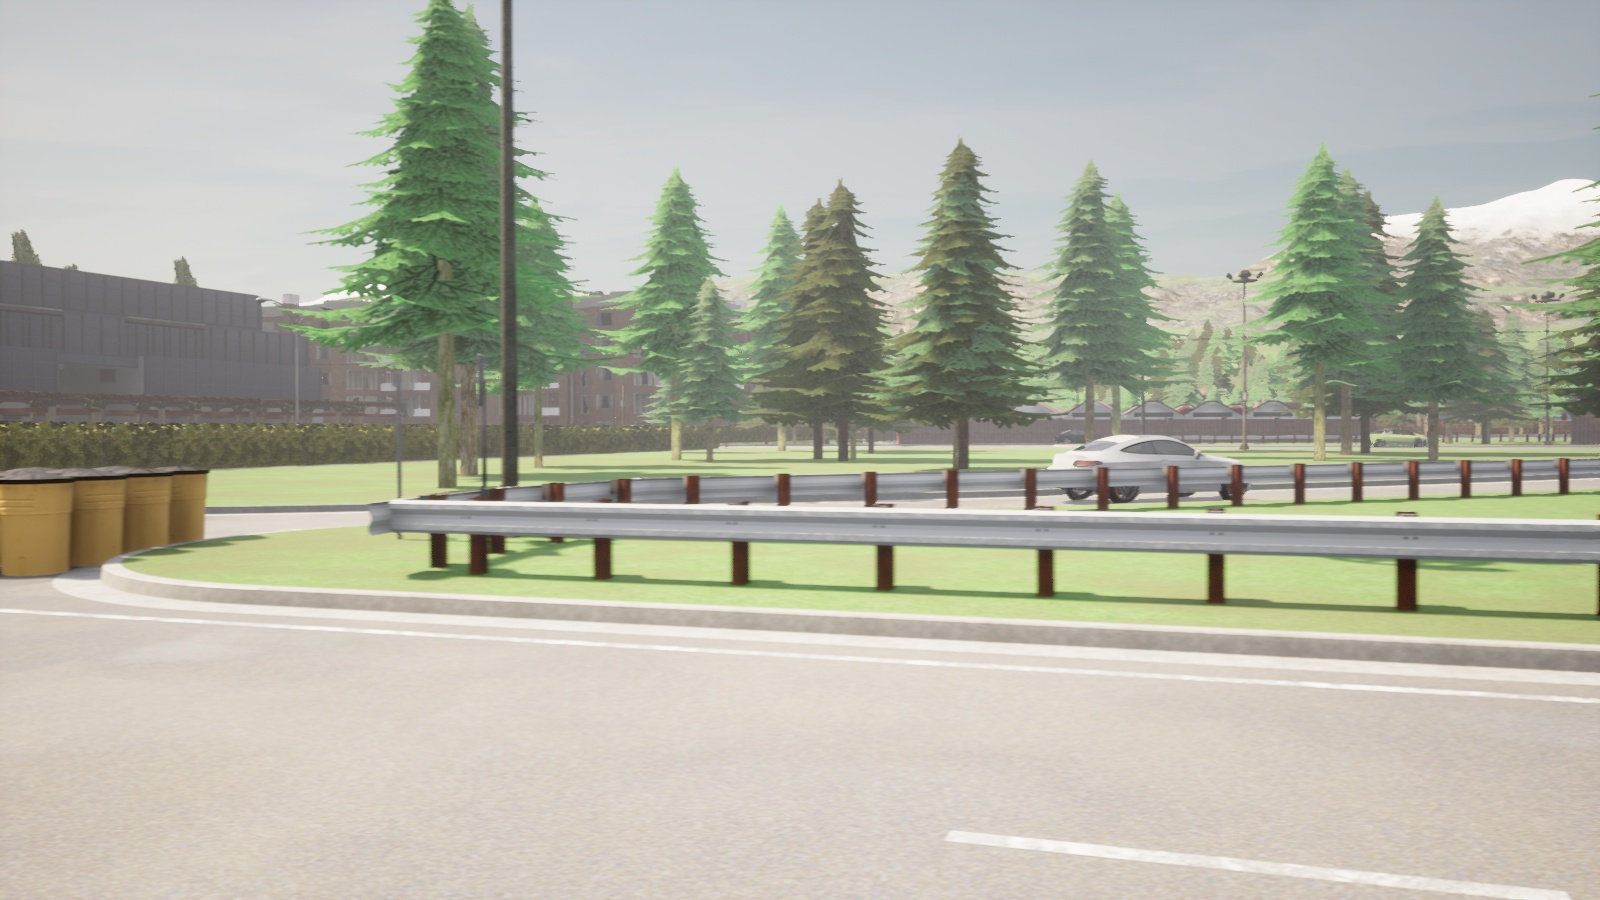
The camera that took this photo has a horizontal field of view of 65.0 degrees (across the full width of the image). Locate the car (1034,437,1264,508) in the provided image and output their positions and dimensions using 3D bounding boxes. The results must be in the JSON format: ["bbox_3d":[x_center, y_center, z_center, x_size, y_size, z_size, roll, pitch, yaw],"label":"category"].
[{"bbox_3d":[7.580,0.444,27.271,4.674,1.442,1.812,0,1,-22],"label":"car"}]
